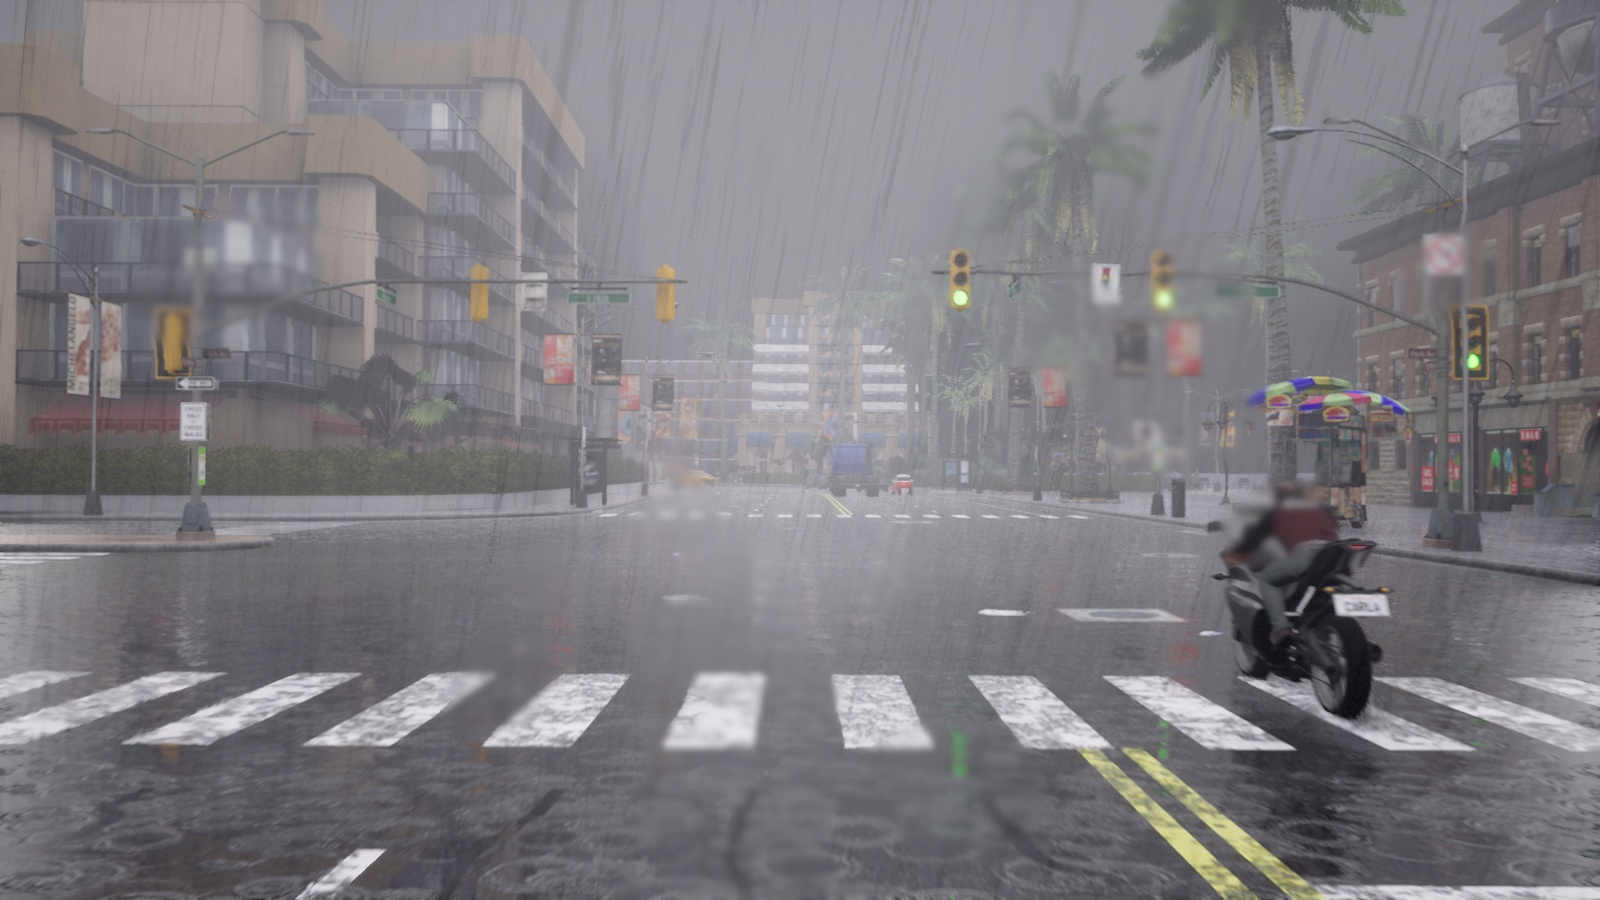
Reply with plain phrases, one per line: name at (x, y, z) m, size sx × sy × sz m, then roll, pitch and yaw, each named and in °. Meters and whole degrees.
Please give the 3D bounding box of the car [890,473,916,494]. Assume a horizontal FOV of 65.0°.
car at (6.877, 2.245, 83.840) m, size 1.481 × 1.376 × 2.207 m, roll 0°, pitch -1°, yaw -2°

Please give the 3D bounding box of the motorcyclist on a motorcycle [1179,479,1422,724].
motorcyclist on a motorcycle at (3.502, 0.987, 9.056) m, size 0.866 × 1.530 × 2.191 m, roll 0°, pitch -1°, yaw 0°

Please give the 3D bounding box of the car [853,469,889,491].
car at (5.423, 2.296, 95.896) m, size 1.851 × 1.617 × 3.988 m, roll 0°, pitch -1°, yaw -10°

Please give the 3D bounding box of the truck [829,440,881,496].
truck at (3.469, 1.171, 80.815) m, size 2.891 × 3.462 × 7.936 m, roll 0°, pitch -1°, yaw -1°
